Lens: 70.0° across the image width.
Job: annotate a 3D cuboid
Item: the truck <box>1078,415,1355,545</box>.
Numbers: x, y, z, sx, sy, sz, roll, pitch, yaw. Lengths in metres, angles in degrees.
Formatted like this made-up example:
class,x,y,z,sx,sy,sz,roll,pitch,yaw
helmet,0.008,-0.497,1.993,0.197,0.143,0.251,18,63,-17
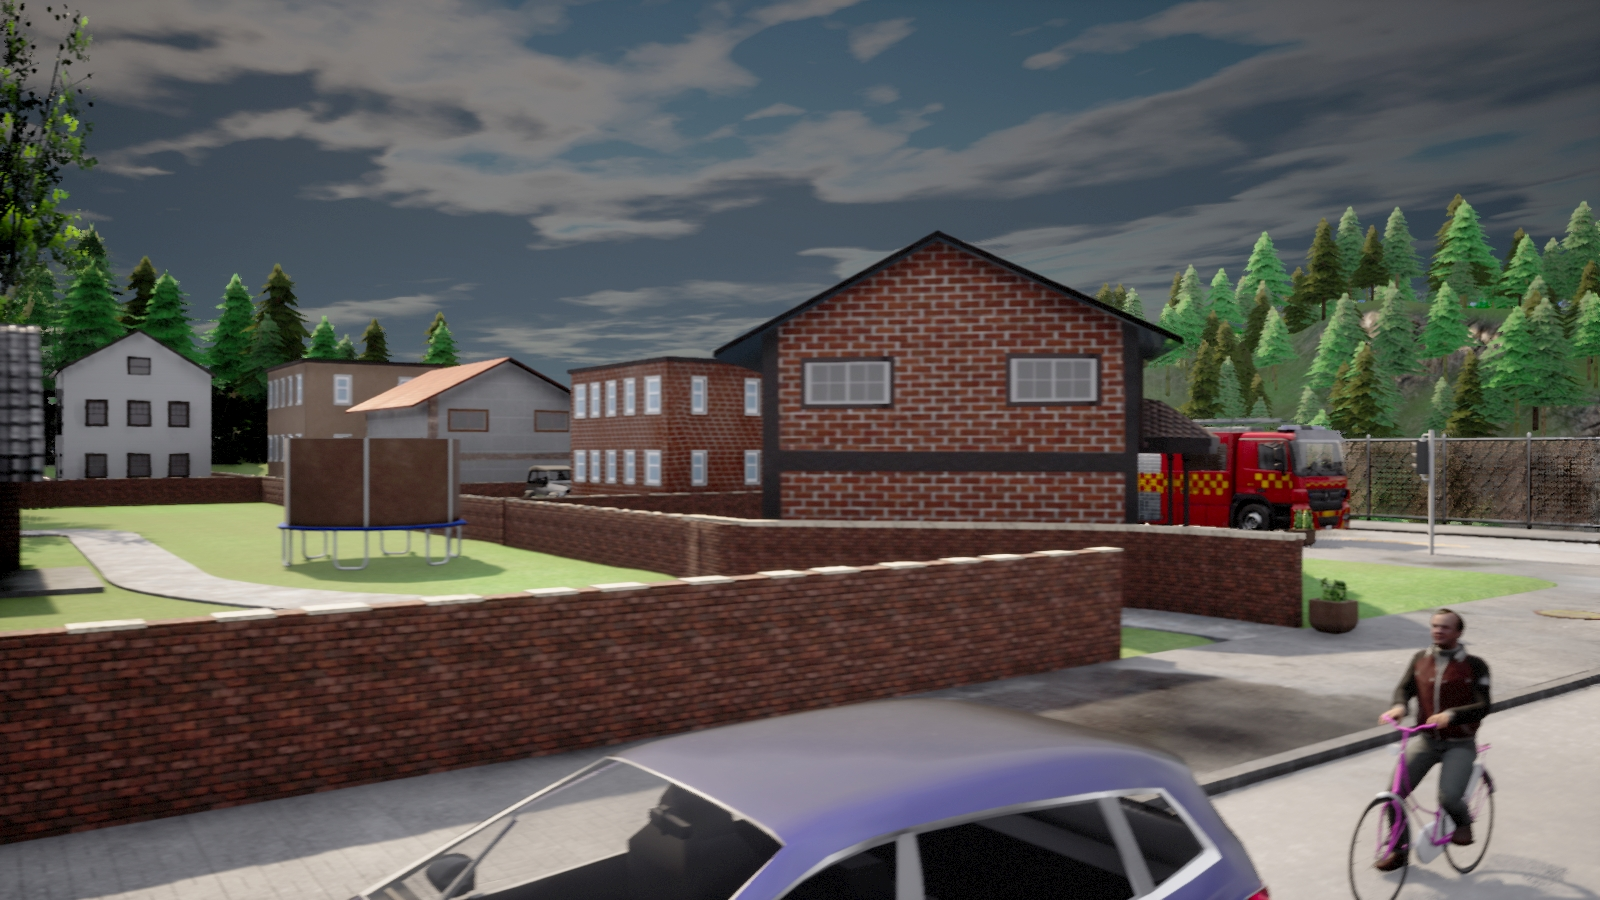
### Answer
class,x,y,z,sx,sy,sz,roll,pitch,yaw
truck,13.472,0.890,37.858,2.891,3.827,8.468,0,0,-36

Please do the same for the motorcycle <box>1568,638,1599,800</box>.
class,x,y,z,sx,sy,sz,roll,pitch,yaw
motorcycle,7.305,2.186,9.544,2.033,1.199,0.803,0,0,-35

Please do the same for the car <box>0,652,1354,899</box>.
class,x,y,z,sx,sy,sz,roll,pitch,yaw
car,-0.294,1.967,4.167,4.611,1.667,2.242,0,0,-36

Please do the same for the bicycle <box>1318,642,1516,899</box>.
class,x,y,z,sx,sy,sz,roll,pitch,yaw
bicycle,3.935,2.060,7.223,1.835,1.471,0.329,0,0,-36
